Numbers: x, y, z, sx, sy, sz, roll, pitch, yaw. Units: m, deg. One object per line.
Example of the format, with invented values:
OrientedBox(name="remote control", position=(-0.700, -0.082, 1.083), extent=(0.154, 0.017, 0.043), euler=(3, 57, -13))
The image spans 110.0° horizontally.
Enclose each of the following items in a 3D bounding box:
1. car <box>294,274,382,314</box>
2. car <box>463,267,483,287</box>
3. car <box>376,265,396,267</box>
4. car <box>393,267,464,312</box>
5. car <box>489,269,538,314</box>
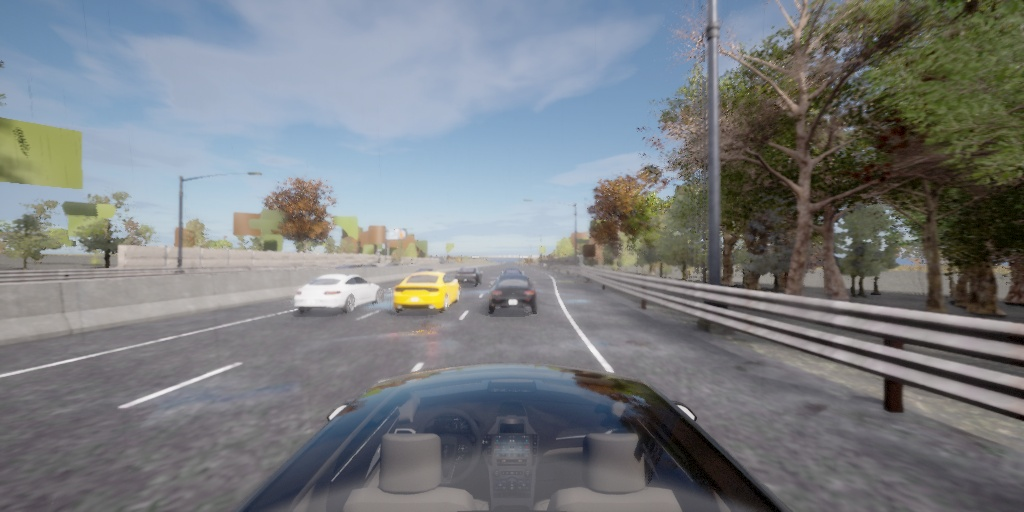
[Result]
OrientedBox(name="car", position=(-6.946, 1.460, 14.742), extent=(1.812, 1.442, 4.674), euler=(0, -1, 0))
OrientedBox(name="car", position=(-3.448, 1.633, 29.039), extent=(2.128, 1.511, 4.902), euler=(0, -1, 0))
OrientedBox(name="car", position=(-21.001, 2.187, 61.736), extent=(2.033, 1.411, 5.357), euler=(0, -1, 0))
OrientedBox(name="car", position=(-3.442, 1.419, 15.241), extent=(1.882, 1.535, 5.008), euler=(0, -1, 0))
OrientedBox(name="car", position=(0.054, 1.459, 14.757), extent=(1.812, 1.442, 4.674), euler=(0, -1, 0))
